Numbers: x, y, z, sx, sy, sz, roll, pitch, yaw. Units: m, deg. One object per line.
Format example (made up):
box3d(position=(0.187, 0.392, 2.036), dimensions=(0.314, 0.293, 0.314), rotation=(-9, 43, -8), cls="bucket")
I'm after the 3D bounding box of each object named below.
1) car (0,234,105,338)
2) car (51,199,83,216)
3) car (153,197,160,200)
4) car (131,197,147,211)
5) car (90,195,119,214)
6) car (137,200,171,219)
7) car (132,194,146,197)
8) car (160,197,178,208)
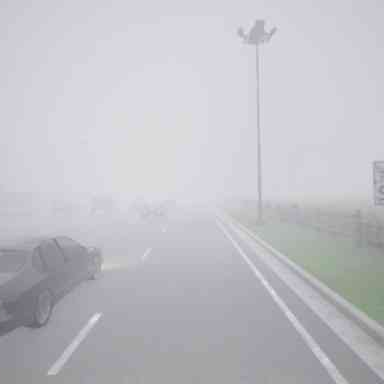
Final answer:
box3d(position=(-3.396, 1.604, 6.992), dimensions=(2.033, 1.411, 5.357), rotation=(-1, 0, 1), cls="car")
box3d(position=(-13.631, 1.575, 36.417), dimensions=(2.097, 1.767, 4.553), rotation=(-1, 0, 1), cls="car")
box3d(position=(-6.491, 1.596, 63.674), dimensions=(1.812, 1.442, 4.674), rotation=(-1, 0, 1), cls="car")
box3d(position=(-6.573, 1.652, 42.603), dimensions=(1.994, 1.385, 4.181), rotation=(-1, 0, 1), cls="car")
box3d(position=(-10.115, 1.377, 38.695), dimensions=(2.150, 2.045, 5.566), rotation=(-1, 0, 1), cls="car")
box3d(position=(-3.196, 1.637, 28.967), dimensions=(1.895, 1.301, 4.718), rotation=(-1, 0, 1), cls="car")
box3d(position=(-10.004, 1.357, 63.073), dimensions=(2.150, 2.045, 5.566), rotation=(-1, 0, 1), cls="car")
box3d(position=(-3.102, 1.497, 48.692), dimensions=(1.882, 1.535, 5.008), rotation=(-1, 0, 1), cls="car")
